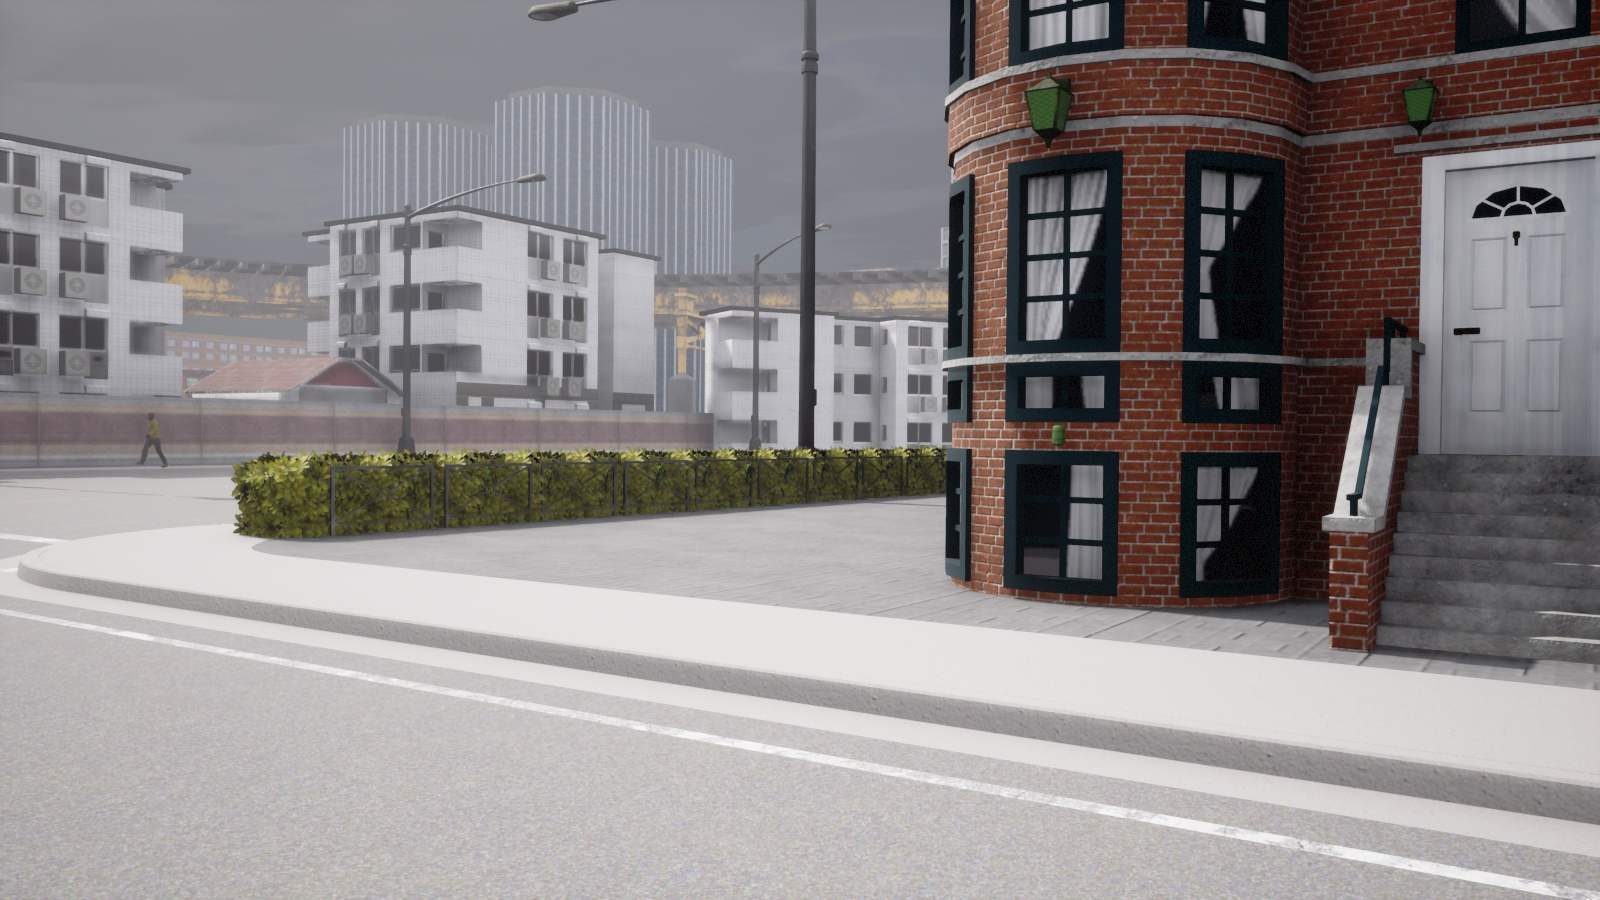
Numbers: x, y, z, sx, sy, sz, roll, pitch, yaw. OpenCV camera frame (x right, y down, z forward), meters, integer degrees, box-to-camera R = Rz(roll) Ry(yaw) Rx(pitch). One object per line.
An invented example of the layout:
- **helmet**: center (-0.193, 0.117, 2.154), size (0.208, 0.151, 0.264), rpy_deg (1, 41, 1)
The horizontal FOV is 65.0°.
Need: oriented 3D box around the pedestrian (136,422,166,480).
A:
- **pedestrian**: center (-20.838, 0.024, 40.323), size (0.370, 1.835, 0.726), rpy_deg (0, 1, 36)
